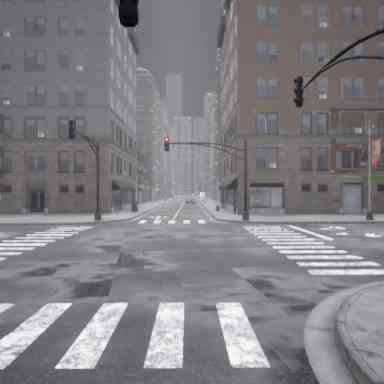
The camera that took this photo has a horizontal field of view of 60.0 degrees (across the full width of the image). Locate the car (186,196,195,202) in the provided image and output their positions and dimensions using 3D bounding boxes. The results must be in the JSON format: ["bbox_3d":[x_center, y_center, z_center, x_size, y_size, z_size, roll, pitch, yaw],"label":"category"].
[{"bbox_3d":[-0.339,1.605,73.642,1.895,1.301,4.718,0,0,0],"label":"car"}]

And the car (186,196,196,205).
[{"bbox_3d":[-0.275,1.754,63.637,1.895,1.301,4.718,0,0,0],"label":"car"}]
